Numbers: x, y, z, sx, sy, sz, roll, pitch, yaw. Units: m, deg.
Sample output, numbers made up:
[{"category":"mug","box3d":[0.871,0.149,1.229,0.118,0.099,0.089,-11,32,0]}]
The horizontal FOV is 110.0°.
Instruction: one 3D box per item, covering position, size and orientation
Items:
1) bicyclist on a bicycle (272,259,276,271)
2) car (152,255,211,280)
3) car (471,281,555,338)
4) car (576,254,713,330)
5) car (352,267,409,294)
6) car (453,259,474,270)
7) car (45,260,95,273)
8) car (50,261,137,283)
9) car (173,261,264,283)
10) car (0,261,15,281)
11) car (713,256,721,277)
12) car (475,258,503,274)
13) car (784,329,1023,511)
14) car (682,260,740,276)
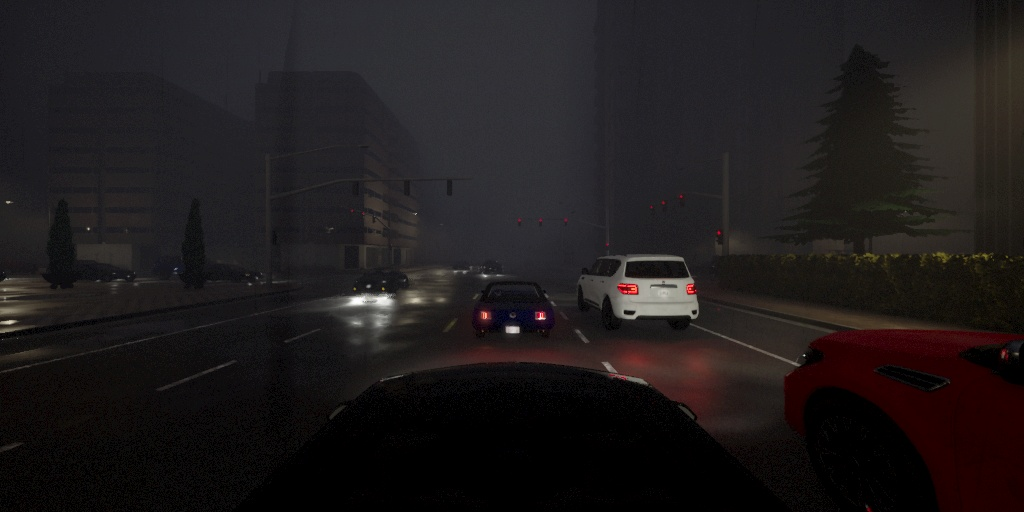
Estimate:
[{"category":"bicyclist on a bicycle","box3d":[-28.697,1.051,42.836,0.582,1.620,1.656,0,0,0]},{"category":"car","box3d":[-27.502,0.972,30.842,5.566,2.045,2.150,0,0,0]},{"category":"car","box3d":[0.044,1.351,10.171,1.895,1.301,4.718,0,0,0]},{"category":"car","box3d":[3.575,0.971,11.300,2.150,2.045,5.566,0,0,-2]},{"category":"car","box3d":[-7.129,1.314,19.841,1.994,1.385,4.181,0,0,0]},{"category":"car","box3d":[-7.174,1.297,51.196,2.033,1.411,5.357,0,0,0]},{"category":"car","box3d":[-36.971,1.102,30.927,4.553,1.767,2.097,0,0,1]},{"category":"car","box3d":[-31.590,1.276,27.379,4.674,1.442,1.812,0,0,1]},{"category":"car","box3d":[-22.006,1.297,27.272,5.357,1.411,2.033,0,0,1]},{"category":"car","box3d":[-41.843,1.276,27.466,4.674,1.442,1.812,0,0,1]},{"category":"car","box3d":[19.770,0.971,30.443,5.566,2.045,2.150,0,0,1]},{"category":"car","box3d":[-2.491,1.257,40.796,1.837,1.490,4.892,-1,0,-17]},{"category":"car","box3d":[3.601,0.971,0.938,2.150,2.045,5.566,0,0,0]},{"category":"car","box3d":[20.822,1.228,37.631,5.008,1.535,1.882,0,0,1]}]
